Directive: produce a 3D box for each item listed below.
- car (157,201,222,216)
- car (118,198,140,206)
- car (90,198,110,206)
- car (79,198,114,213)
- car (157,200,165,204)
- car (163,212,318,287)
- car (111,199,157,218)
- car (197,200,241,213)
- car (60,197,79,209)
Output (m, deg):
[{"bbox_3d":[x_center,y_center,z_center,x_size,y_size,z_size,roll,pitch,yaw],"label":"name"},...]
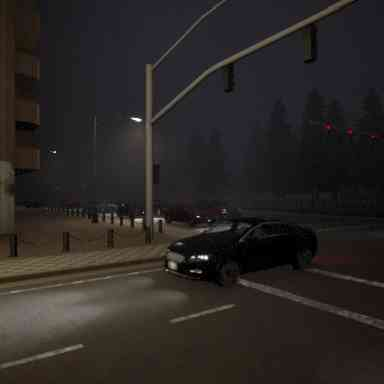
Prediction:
[{"bbox_3d":[-0.286,1.581,23.533,1.812,1.442,4.674,0,0,-37],"label":"car"},{"bbox_3d":[-10.757,1.656,56.328,1.895,1.301,4.718,0,0,-36],"label":"car"},{"bbox_3d":[-15.908,1.656,57.503,1.895,1.301,4.718,0,0,-36],"label":"car"},{"bbox_3d":[-11.146,1.656,38.586,1.895,1.301,4.718,0,0,-36],"label":"car"},{"bbox_3d":[-3.342,1.547,33.734,2.128,1.511,4.902,0,0,-36],"label":"car"},{"bbox_3d":[1.536,1.491,9.382,4.902,1.511,2.128,0,0,-35],"label":"car"},{"bbox_3d":[-5.403,1.619,30.602,1.994,1.385,4.181,0,0,-36],"label":"car"},{"bbox_3d":[1.895,1.407,26.465,2.097,1.767,4.553,0,0,-36],"label":"car"},{"bbox_3d":[-17.256,1.533,47.131,1.882,1.535,5.008,0,0,-35],"label":"car"}]
